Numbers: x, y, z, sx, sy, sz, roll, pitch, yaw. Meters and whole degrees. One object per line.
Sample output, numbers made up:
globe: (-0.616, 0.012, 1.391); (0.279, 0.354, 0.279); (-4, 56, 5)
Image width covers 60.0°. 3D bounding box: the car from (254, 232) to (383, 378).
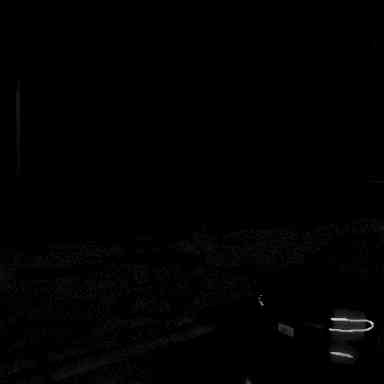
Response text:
car: (3.222, 1.477, 5.685); (5.008, 1.535, 1.882); (0, 0, -36)
